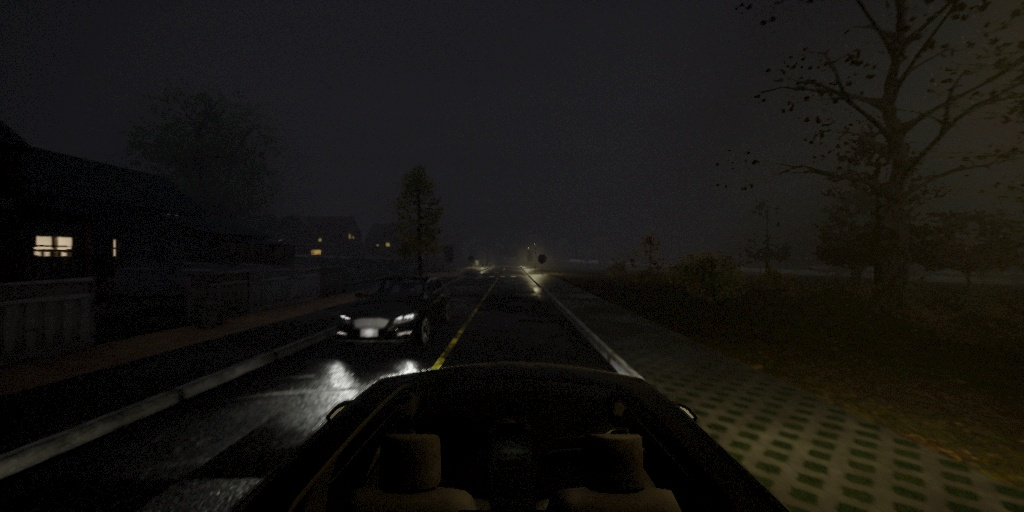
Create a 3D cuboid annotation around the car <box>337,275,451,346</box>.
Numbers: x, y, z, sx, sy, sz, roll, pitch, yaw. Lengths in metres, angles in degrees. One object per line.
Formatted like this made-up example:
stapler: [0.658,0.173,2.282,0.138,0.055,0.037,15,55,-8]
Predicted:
car: [-2.854,1.284,9.621,2.128,1.511,4.902,0,0,0]
